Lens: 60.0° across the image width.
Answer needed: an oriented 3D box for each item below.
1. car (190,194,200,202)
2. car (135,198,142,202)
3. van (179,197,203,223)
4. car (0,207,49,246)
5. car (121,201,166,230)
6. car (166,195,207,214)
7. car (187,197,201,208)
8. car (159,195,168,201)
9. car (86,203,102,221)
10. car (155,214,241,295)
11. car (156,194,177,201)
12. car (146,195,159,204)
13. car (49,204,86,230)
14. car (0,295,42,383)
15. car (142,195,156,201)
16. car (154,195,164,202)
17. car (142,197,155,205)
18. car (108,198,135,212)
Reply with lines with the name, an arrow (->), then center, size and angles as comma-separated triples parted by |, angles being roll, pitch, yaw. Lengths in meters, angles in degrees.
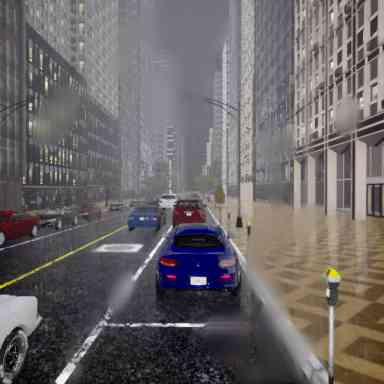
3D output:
car -> 0.729, 1.294, 77.475 | 2.192, 1.841, 5.009 | -1, 0, 1
car -> -8.077, 1.538, 49.186 | 2.008, 1.369, 4.403 | -1, 0, 1
van -> -0.042, 1.335, 26.328 | 1.690, 1.788, 3.998 | -1, 0, 1
car -> -8.591, 1.541, 15.088 | 1.887, 1.381, 4.507 | -1, 0, 1
car -> -2.706, 1.542, 20.822 | 2.033, 1.411, 5.357 | 0, 0, 1
car -> -0.128, 1.310, 20.645 | 2.192, 1.841, 5.009 | -1, 0, 1
car -> 0.303, 1.539, 49.059 | 2.008, 1.369, 4.403 | -1, 0, 1
car -> -7.477, 1.540, 88.967 | 1.947, 1.339, 4.313 | -1, 0, 1
car -> -8.419, 1.575, 26.454 | 1.802, 1.307, 4.206 | -1, 0, 1
car -> 0.158, 1.524, 8.618 | 1.812, 1.442, 4.674 | 0, 0, 1
car -> -2.531, 1.213, 38.924 | 2.150, 2.045, 5.566 | 0, 0, 1
car -> -7.821, 1.423, 66.235 | 1.967, 1.590, 4.097 | -1, 0, 1
car -> -8.506, 1.545, 20.771 | 2.008, 1.369, 4.403 | -1, 0, 1
car -> -2.982, 1.600, 2.369 | 1.895, 1.301, 4.718 | 0, 0, 1
car -> -5.407, 1.574, 47.303 | 1.994, 1.385, 4.181 | 0, 0, 1
car -> -7.651, 1.504, 77.431 | 1.752, 1.417, 4.829 | -1, 0, 1
car -> -7.905, 1.566, 60.552 | 1.802, 1.307, 4.206 | -1, 0, 1
car -> -8.248, 1.541, 37.820 | 2.008, 1.369, 4.403 | -1, 0, 1
